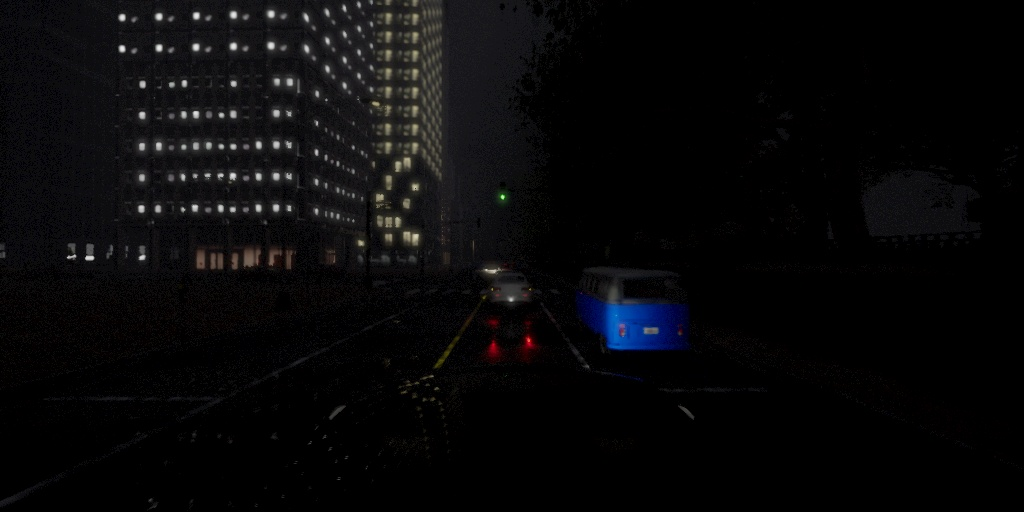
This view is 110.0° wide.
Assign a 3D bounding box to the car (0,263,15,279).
[{"bbox_3d":[-40.159,1.098,27.768,4.829,1.417,1.751,0,0,2],"label":"car"}]

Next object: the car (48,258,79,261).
[{"bbox_3d":[-45.691,1.014,36.097,4.097,1.591,1.967,0,0,1],"label":"car"}]

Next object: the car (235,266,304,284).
[{"bbox_3d":[-18.258,1.396,26.694,4.207,1.307,1.802,0,0,3],"label":"car"}]

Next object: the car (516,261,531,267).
[{"bbox_3d":[1.891,1.757,52.163,1.751,1.417,4.829,0,0,-2],"label":"car"}]

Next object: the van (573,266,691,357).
[{"bbox_3d":[2.556,1.158,8.449,1.690,1.789,3.998,0,0,0],"label":"van"}]

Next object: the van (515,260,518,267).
[{"bbox_3d":[1.741,1.624,57.535,1.690,1.789,3.998,0,0,-2],"label":"van"}]

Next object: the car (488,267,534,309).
[{"bbox_3d":[-0.023,1.414,15.780,1.812,1.442,4.674,0,0,0],"label":"car"}]

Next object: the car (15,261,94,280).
[{"bbox_3d":[-34.786,1.216,27.558,4.207,1.307,1.802,0,0,3],"label":"car"}]

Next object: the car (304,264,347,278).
[{"bbox_3d":[-18.234,1.454,34.807,4.207,1.307,1.802,0,0,3],"label":"car"}]

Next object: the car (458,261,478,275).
[{"bbox_3d":[-5.839,1.727,46.072,2.007,1.370,4.403,0,0,-1],"label":"car"}]
